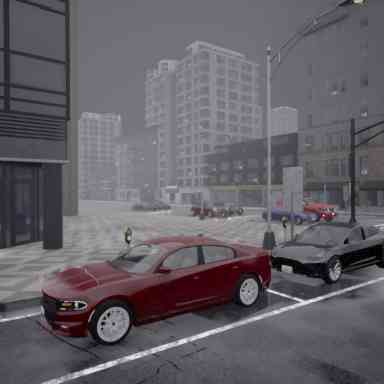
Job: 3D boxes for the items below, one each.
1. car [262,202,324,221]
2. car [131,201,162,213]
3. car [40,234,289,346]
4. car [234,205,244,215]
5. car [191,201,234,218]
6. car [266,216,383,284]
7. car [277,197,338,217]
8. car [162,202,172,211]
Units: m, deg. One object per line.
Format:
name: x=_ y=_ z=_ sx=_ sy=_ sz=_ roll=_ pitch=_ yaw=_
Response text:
car: x=7.653 y=1.766 z=26.517 sx=1.812 sy=1.442 sz=4.674 roll=0 pitch=-1 yaw=-35
car: x=-6.762 y=2.096 z=46.919 sx=2.033 sy=1.411 sz=5.357 roll=0 pitch=0 yaw=-35
car: x=-0.436 y=1.544 z=6.342 sx=4.507 sy=1.381 sz=1.887 roll=0 pitch=0 yaw=-36
car: x=3.789 y=1.872 z=37.599 sx=1.837 sy=1.490 sz=4.892 roll=0 pitch=-1 yaw=-35
car: x=1.814 y=1.722 z=34.772 sx=2.097 sy=1.767 sz=4.553 roll=0 pitch=-1 yaw=-35
car: x=4.159 y=1.564 z=9.619 sx=4.313 sy=1.339 sz=1.947 roll=0 pitch=0 yaw=-36
car: x=9.795 y=1.457 z=29.113 sx=2.150 sy=2.045 sz=5.566 roll=0 pitch=-1 yaw=-35
car: x=-5.139 y=2.100 z=50.265 sx=2.033 sy=1.411 sz=5.357 roll=0 pitch=0 yaw=-35
